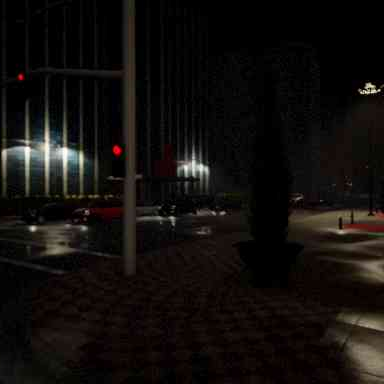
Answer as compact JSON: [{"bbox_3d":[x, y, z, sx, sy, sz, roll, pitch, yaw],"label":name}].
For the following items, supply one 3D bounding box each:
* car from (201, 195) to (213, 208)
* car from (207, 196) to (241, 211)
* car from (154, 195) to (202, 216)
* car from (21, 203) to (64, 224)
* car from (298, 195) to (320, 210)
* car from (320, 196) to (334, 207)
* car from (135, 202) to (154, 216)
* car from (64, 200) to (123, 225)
[{"bbox_3d":[0.922,1.369,43.237,2.150,2.045,5.566,0,0,35],"label":"car"},{"bbox_3d":[4.492,1.618,42.231,2.128,1.511,4.902,0,0,35],"label":"car"},{"bbox_3d":[-1.355,1.478,33.879,2.097,1.767,4.553,0,0,35],"label":"car"},{"bbox_3d":[-10.885,1.624,26.347,1.882,1.535,5.008,0,0,35],"label":"car"},{"bbox_3d":[15.646,1.561,45.663,1.882,1.535,5.008,0,0,35],"label":"car"},{"bbox_3d":[21.612,1.436,54.212,2.097,1.767,4.553,0,0,35],"label":"car"},{"bbox_3d":[-5.215,1.748,34.467,1.895,1.301,4.718,0,0,35],"label":"car"},{"bbox_3d":[-7.051,1.478,25.723,2.097,1.767,4.553,0,0,35],"label":"car"}]
